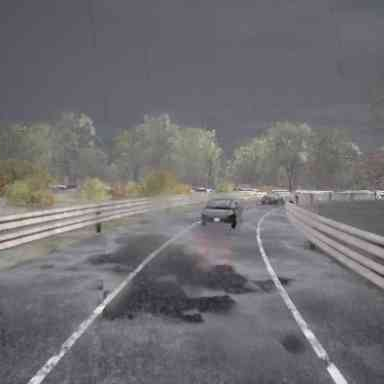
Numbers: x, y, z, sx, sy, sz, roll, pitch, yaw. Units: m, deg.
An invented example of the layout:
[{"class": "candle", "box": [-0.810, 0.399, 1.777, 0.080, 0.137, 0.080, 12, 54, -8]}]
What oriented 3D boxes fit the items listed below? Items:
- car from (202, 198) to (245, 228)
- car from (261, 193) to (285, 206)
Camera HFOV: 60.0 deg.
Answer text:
[{"class": "car", "box": [1.846, 1.109, 18.802, 2.128, 1.511, 4.902, 0, 1, 15]}, {"class": "car", "box": [9.525, 0.848, 39.125, 1.812, 1.442, 4.674, 1, 1, 29]}]
